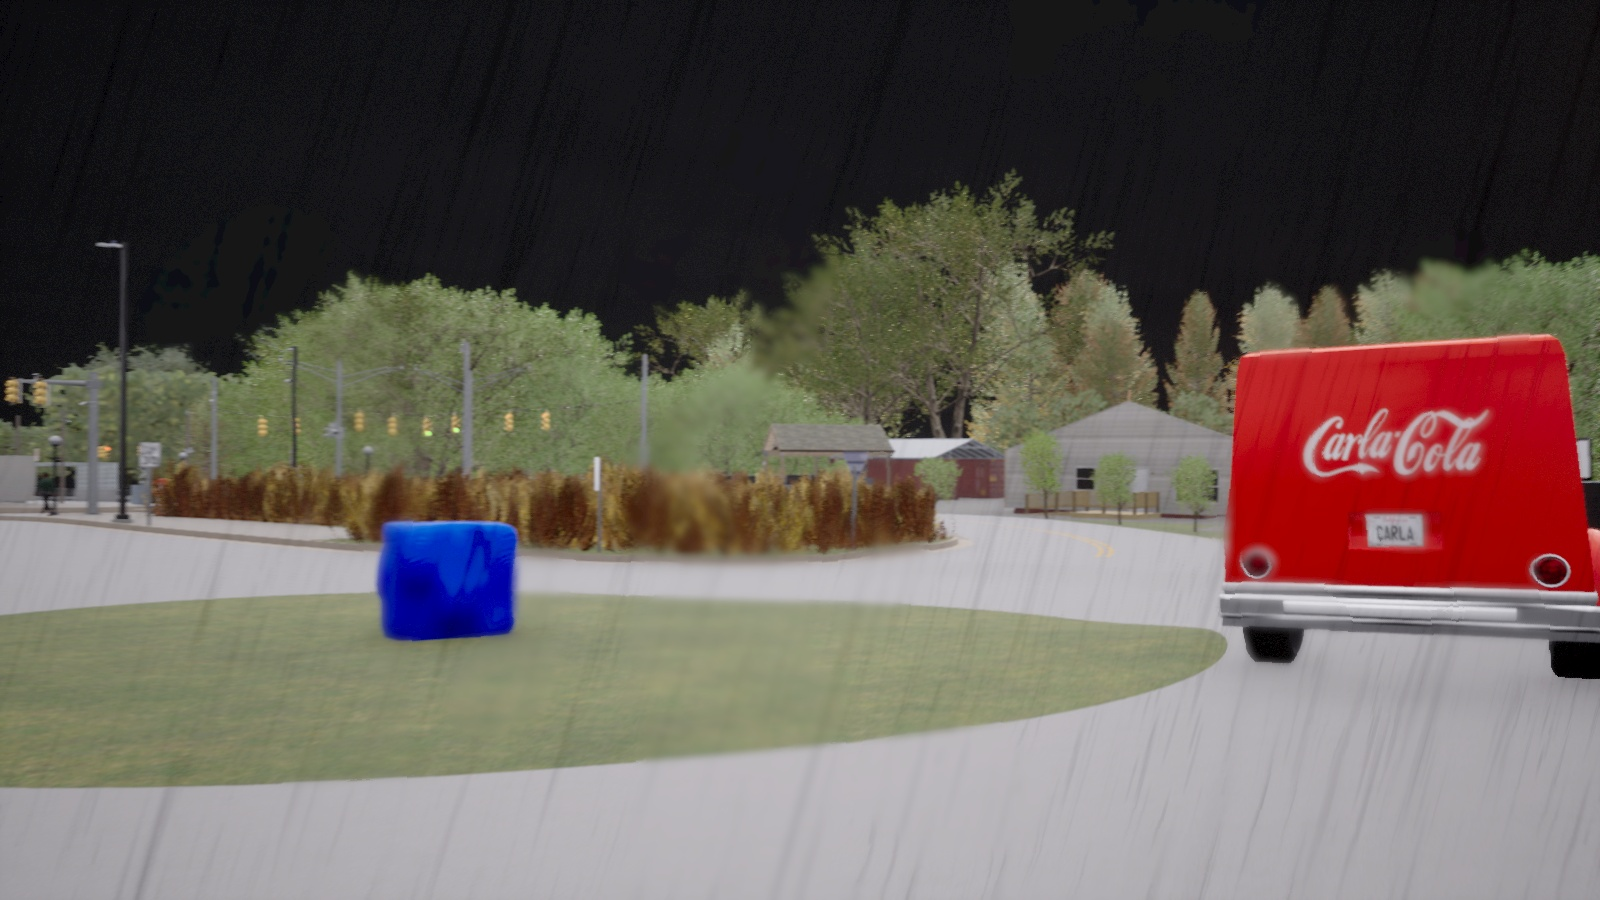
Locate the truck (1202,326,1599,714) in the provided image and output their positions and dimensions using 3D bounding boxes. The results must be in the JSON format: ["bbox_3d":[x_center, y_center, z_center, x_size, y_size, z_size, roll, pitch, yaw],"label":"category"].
[{"bbox_3d":[5.431,0.536,10.822,2.627,2.467,5.204,-2,-2,30],"label":"truck"}]

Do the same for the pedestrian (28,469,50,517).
[{"bbox_3d":[-31.064,1.746,51.281,0.788,1.949,0.423,0,0,31],"label":"pedestrian"}]
